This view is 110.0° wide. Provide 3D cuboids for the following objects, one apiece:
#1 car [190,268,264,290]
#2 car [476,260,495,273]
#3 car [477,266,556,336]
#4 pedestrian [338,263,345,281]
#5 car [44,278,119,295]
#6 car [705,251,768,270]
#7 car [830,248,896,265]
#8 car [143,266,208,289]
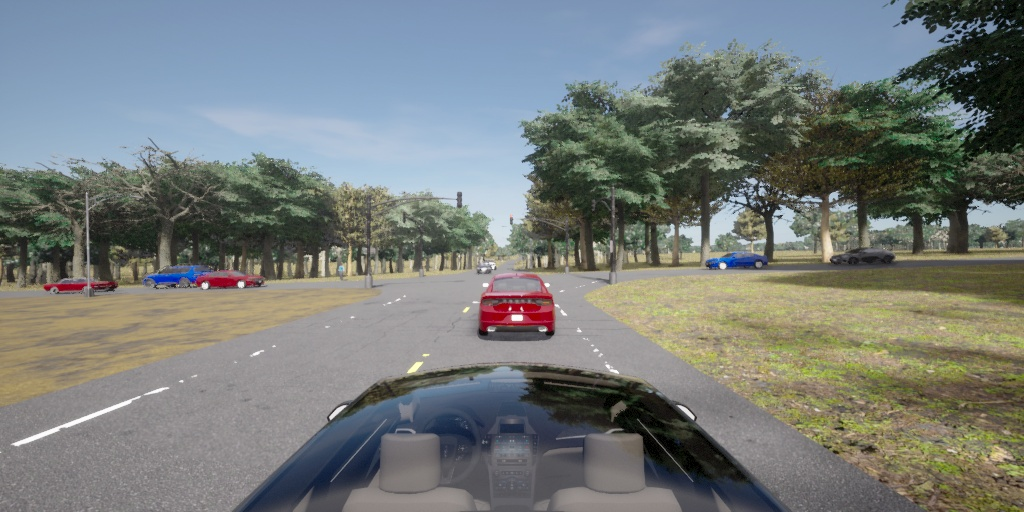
[{"bbox_3d":[-23.690,1.974,30.255,5.008,1.535,1.882,-2,-1,2],"label":"car"},{"bbox_3d":[-3.579,1.534,45.645,2.128,1.511,4.902,0,-1,-5],"label":"car"},{"bbox_3d":[0.127,1.229,10.484,1.882,1.535,5.008,0,0,0],"label":"car"},{"bbox_3d":[-17.914,1.666,37.603,0.375,1.860,0.375,0,1,3],"label":"pedestrian"},{"bbox_3d":[-36.924,2.544,30.851,4.718,1.301,1.895,-2,-1,3],"label":"car"},{"bbox_3d":[20.001,0.391,32.089,5.008,1.535,1.882,-2,-1,2],"label":"car"},{"bbox_3d":[30.885,0.011,31.630,4.674,1.442,1.812,-2,-1,3],"label":"car"},{"bbox_3d":[-31.878,2.035,34.337,5.566,2.045,2.150,-2,-1,2],"label":"car"}]
